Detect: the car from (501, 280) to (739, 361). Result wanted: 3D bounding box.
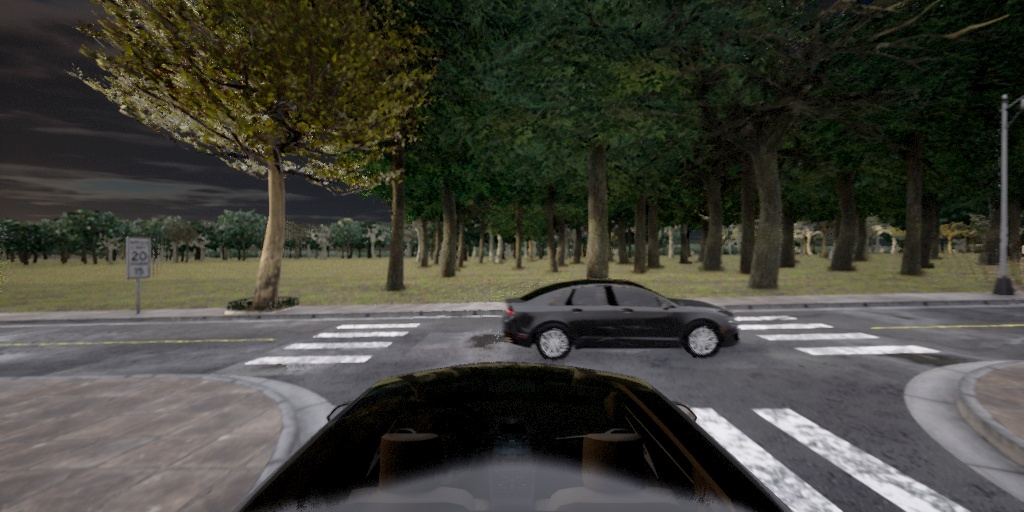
[{"bbox_3d":[2.213,1.268,7.830,4.892,1.490,1.837,-1,0,1],"label":"car"}]
